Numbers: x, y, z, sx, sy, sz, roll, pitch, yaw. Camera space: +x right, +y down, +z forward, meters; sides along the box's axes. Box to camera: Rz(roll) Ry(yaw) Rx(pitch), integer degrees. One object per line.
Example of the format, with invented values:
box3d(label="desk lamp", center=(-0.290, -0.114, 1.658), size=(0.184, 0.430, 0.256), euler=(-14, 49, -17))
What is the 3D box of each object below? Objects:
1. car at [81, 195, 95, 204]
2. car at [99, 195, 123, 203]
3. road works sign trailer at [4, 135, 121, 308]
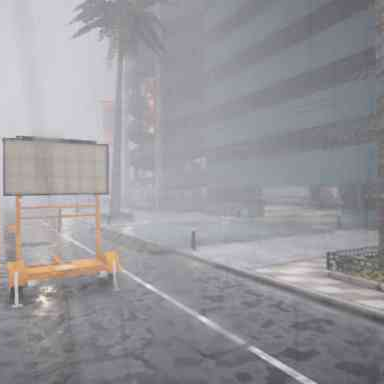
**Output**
box3d(label="car", center=(-19.976, 1.428, 66.986), size=(2.097, 1.767, 4.553), euler=(-1, 0, 35))
box3d(label="car", center=(-15.941, 1.596, 66.566), size=(1.994, 1.385, 4.181), euler=(-1, 0, 38))
box3d(label="road works sign trailer", center=(-3.312, 0.479, 8.279), size=(2.380, 3.560, 2.880), euler=(-1, 0, -31))
